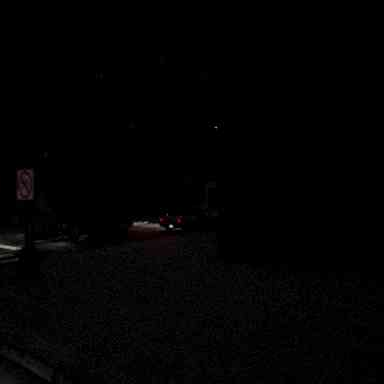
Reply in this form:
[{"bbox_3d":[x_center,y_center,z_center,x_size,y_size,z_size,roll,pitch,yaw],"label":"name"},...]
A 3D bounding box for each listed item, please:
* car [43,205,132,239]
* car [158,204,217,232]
[{"bbox_3d":[-5.424,1.516,17.866,1.882,1.535,5.008,0,0,35],"label":"car"},{"bbox_3d":[0.110,1.637,20.524,1.895,1.301,4.718,0,0,36],"label":"car"}]
